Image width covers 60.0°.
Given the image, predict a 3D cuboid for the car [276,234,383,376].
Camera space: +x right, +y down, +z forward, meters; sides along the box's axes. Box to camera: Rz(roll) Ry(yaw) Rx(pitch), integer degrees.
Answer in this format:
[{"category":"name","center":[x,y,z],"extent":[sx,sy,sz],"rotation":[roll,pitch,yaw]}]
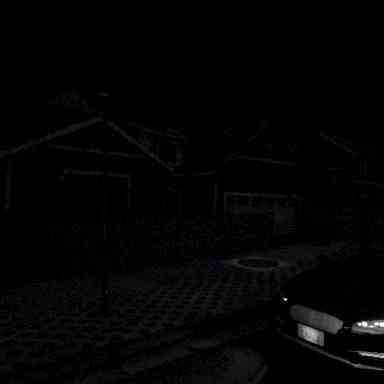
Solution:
[{"category":"car","center":[3.459,1.495,5.525],"extent":[4.902,1.511,2.128],"rotation":[0,0,-35]}]
